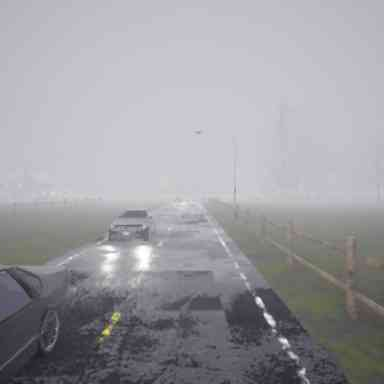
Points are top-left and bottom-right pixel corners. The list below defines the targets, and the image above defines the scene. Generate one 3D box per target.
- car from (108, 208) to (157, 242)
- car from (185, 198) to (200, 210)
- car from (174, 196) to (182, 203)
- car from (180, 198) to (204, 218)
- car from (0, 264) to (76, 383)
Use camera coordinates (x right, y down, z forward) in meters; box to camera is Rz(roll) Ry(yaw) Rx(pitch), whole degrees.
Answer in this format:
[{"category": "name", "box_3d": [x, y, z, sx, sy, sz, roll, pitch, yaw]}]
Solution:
[{"category": "car", "box_3d": [-2.833, 1.540, 16.672, 1.812, 1.442, 4.674, 0, 0, 0]}, {"category": "car", "box_3d": [0.067, 1.597, 45.306, 1.994, 1.385, 4.181, 0, 0, 0]}, {"category": "car", "box_3d": [-2.740, 1.534, 67.926, 1.837, 1.490, 4.892, 0, 0, 0]}, {"category": "car", "box_3d": [0.071, 1.550, 30.276, 1.812, 1.442, 4.674, 0, 0, 1]}, {"category": "car", "box_3d": [-2.850, 1.551, 3.285, 2.033, 1.411, 5.357, 0, 0, 0]}]
